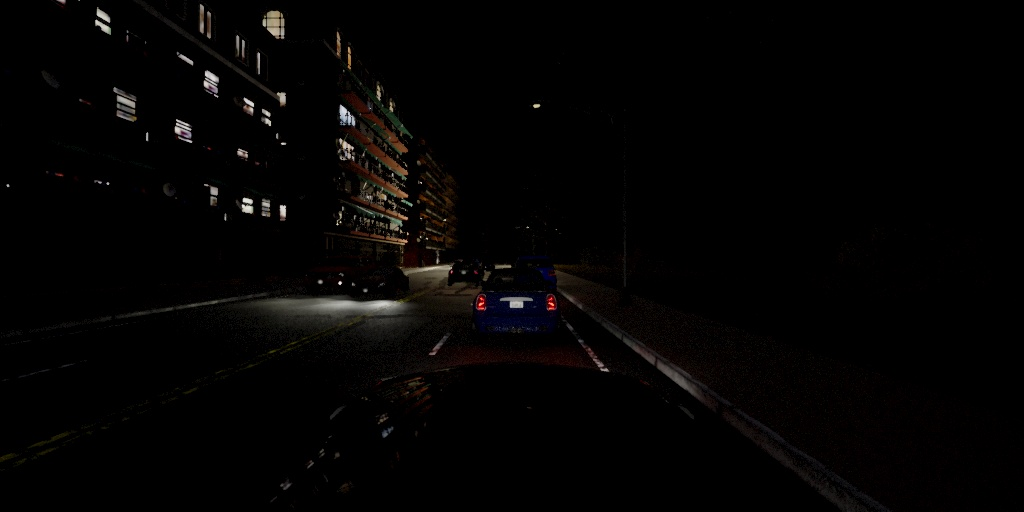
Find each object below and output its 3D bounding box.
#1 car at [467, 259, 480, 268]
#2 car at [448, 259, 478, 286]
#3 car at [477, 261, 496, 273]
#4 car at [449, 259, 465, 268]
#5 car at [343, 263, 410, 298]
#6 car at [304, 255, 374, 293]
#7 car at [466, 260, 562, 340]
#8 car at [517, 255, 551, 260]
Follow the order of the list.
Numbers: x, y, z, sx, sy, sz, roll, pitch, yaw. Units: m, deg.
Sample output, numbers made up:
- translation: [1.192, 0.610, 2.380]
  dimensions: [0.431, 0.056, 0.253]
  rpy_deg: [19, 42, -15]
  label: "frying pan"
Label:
- translation: [-6.559, 1.275, 61.615]
  dimensions: [1.812, 1.442, 4.674]
  rpy_deg: [0, 0, 0]
  label: "car"
- translation: [-3.148, 1.104, 25.463]
  dimensions: [2.097, 1.767, 4.553]
  rpy_deg: [0, 0, 0]
  label: "car"
- translation: [-3.147, 1.315, 44.957]
  dimensions: [1.994, 1.385, 4.181]
  rpy_deg: [0, 0, 0]
  label: "car"
- translation: [-9.793, 1.241, 64.142]
  dimensions: [2.128, 1.511, 4.902]
  rpy_deg: [0, 0, 0]
  label: "car"
- translation: [-6.598, 1.278, 18.463]
  dimensions: [1.812, 1.442, 4.674]
  rpy_deg: [0, 0, 0]
  label: "car"
- translation: [-9.846, 0.973, 21.180]
  dimensions: [2.150, 2.045, 5.566]
  rpy_deg: [0, 0, 0]
  label: "car"
- translation: [0.098, 1.103, 10.109]
  dimensions: [2.097, 1.767, 4.553]
  rpy_deg: [0, 0, 0]
  label: "car"
- translation: [1.139, 0.977, 19.683]
  dimensions: [2.150, 2.045, 5.566]
  rpy_deg: [0, 0, 0]
  label: "car"
